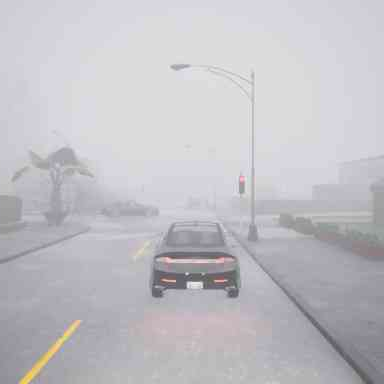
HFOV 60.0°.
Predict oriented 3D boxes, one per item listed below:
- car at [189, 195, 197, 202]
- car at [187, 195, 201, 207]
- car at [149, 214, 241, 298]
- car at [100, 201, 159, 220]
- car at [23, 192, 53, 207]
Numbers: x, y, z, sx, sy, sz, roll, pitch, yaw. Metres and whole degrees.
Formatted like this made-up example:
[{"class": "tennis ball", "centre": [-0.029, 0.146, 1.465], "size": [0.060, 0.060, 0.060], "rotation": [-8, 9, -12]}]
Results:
[{"class": "car", "centre": [0.338, 1.478, 80.560], "size": [1.882, 1.535, 5.008], "rotation": [0, 0, 0]}, {"class": "car", "centre": [0.321, 1.491, 52.332], "size": [2.128, 1.511, 4.902], "rotation": [0, 0, 0]}, {"class": "car", "centre": [0.086, 1.492, 8.505], "size": [2.128, 1.511, 4.902], "rotation": [0, 0, 1]}, {"class": "car", "centre": [-5.282, 1.492, 28.251], "size": [4.902, 1.511, 2.128], "rotation": [0, 0, -22]}, {"class": "car", "centre": [-19.580, 0.986, 42.969], "size": [1.905, 1.878, 3.866], "rotation": [0, 0, 35]}]
